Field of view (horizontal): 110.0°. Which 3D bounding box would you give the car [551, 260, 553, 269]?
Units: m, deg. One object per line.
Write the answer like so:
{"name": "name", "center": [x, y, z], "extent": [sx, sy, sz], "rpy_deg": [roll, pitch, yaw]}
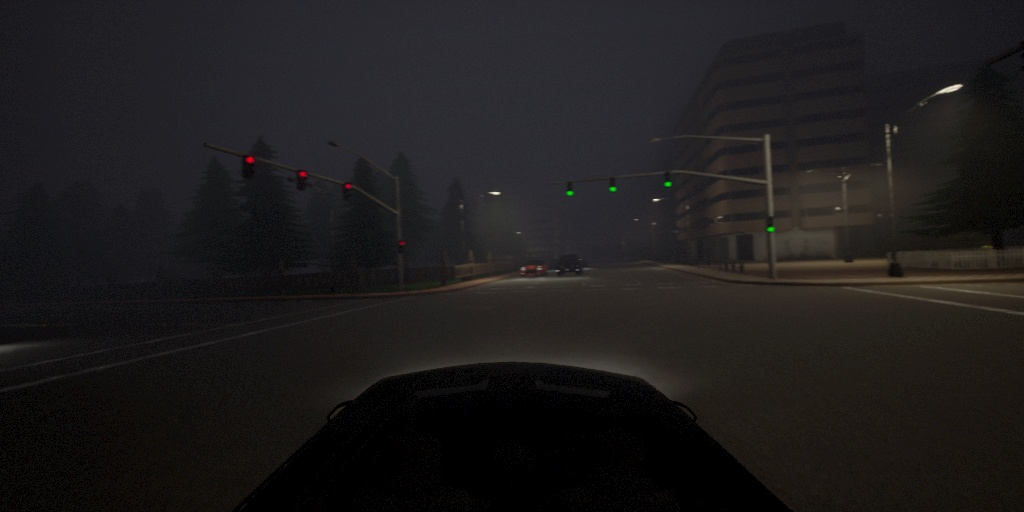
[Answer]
{"name": "car", "center": [6.446, 1.222, 52.771], "extent": [1.837, 1.490, 4.892], "rpy_deg": [-3, 0, 14]}

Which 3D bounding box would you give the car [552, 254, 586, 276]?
{"name": "car", "center": [5.794, 0.871, 35.743], "extent": [2.150, 2.045, 5.566], "rpy_deg": [-3, 0, 16]}

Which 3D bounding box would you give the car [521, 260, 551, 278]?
{"name": "car", "center": [2.310, 1.184, 36.235], "extent": [2.097, 1.767, 4.553], "rpy_deg": [-3, 0, 14]}

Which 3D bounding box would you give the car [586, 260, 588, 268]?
{"name": "car", "center": [9.953, 1.062, 52.364], "extent": [1.812, 1.442, 4.674], "rpy_deg": [-3, 0, 14]}
